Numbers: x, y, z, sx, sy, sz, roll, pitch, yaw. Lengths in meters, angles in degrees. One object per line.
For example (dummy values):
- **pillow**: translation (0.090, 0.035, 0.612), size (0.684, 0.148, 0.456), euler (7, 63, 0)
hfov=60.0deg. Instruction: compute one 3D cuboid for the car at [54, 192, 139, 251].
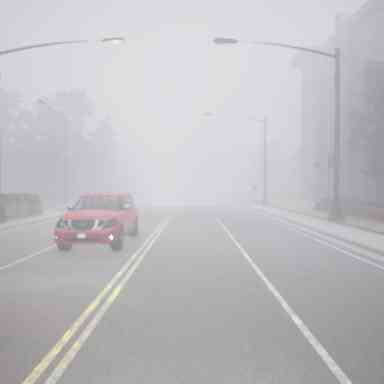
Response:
- **car**: translation (-3.554, 1.021, 13.500), size (2.150, 2.045, 5.566), euler (0, 1, 0)
